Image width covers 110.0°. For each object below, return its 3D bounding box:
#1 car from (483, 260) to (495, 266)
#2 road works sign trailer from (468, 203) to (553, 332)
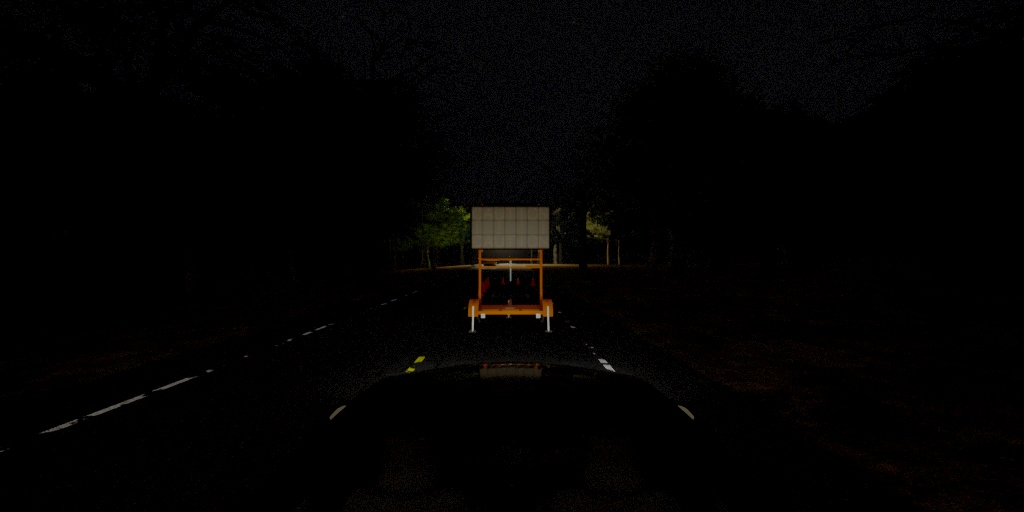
[{"bbox_3d":[-3.789,1.236,59.945,1.882,1.535,5.008,0,0,0],"label":"car"},{"bbox_3d":[-0.043,0.214,10.838,2.380,3.560,2.880,0,0,0],"label":"road works sign trailer"}]
